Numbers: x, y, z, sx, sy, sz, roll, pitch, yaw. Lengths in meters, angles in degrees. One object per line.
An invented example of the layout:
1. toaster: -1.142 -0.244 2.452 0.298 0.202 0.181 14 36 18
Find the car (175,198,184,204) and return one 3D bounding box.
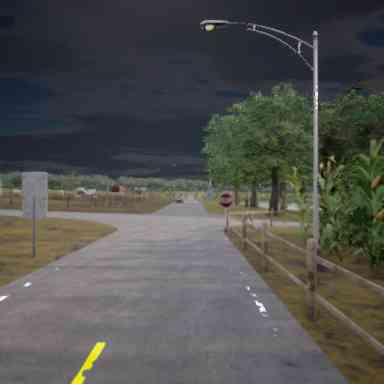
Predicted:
1. car: -2.712 1.891 71.531 2.033 1.411 5.357 0 0 0
